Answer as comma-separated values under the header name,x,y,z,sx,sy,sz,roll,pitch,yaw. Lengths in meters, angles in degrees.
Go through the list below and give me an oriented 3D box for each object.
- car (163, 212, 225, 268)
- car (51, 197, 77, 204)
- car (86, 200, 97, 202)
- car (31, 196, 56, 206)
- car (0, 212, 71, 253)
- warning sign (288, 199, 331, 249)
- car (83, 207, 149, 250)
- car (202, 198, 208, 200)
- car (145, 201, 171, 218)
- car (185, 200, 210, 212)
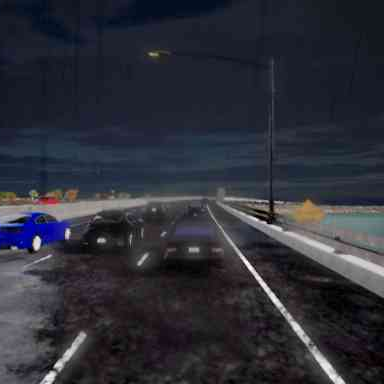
name,x,y,z,sx,sy,sz,roll,pitch,yaw
car,0.098,1.635,11.538,2.033,1.411,5.357,0,0,1
car,-20.163,1.938,53.605,2.128,1.511,4.902,0,-1,2
car,-16.594,2.025,55.379,1.994,1.385,4.181,0,-1,2
car,-23.659,1.670,53.677,2.150,2.045,5.566,0,-1,2
car,-6.855,1.587,14.206,1.882,1.535,5.008,0,-1,1
warning sign,4.602,1.215,13.157,1.300,1.860,1.060,-1,-1,0
car,-3.342,1.617,14.866,1.837,1.490,4.892,0,-1,1
car,2.861,2.119,72.683,1.837,1.490,4.892,0,-1,3
car,-3.124,1.588,29.976,2.097,1.767,4.553,0,-1,1
car,0.382,1.730,30.190,2.128,1.511,4.902,0,0,1
